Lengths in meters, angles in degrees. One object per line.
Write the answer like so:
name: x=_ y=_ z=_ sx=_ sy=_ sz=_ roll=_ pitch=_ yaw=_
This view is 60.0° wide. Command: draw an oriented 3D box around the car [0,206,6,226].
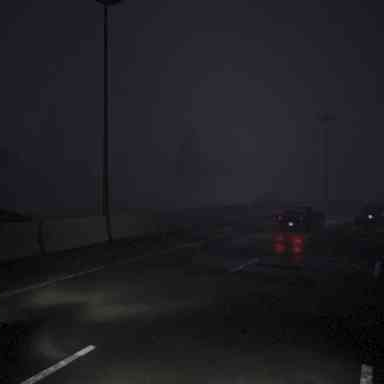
car: x=-14.483 y=1.585 z=20.776 sx=1.895 sy=1.301 sz=4.718 roll=0 pitch=0 yaw=31

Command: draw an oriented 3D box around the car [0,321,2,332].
car: x=-4.272 y=1.475 z=2.769 sx=1.882 sy=1.535 sz=5.008 roll=0 pitch=0 yaw=27

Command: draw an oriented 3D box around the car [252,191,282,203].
car: x=10.834 y=0.913 z=47.677 sx=2.150 sy=2.045 sz=5.566 roll=0 pitch=0 yaw=45

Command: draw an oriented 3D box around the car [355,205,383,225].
car: x=12.613 y=1.551 z=22.831 sx=1.994 sy=1.385 sz=4.181 roll=0 pitch=0 yaw=37

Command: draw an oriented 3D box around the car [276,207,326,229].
car: x=7.129 y=1.588 z=21.407 sx=1.895 sy=1.301 sz=4.718 roll=0 pitch=0 yaw=36

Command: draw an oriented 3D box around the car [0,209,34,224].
car: x=-9.579 y=1.514 z=15.294 sx=1.812 sy=1.442 sz=4.674 roll=0 pitch=0 yaw=31
